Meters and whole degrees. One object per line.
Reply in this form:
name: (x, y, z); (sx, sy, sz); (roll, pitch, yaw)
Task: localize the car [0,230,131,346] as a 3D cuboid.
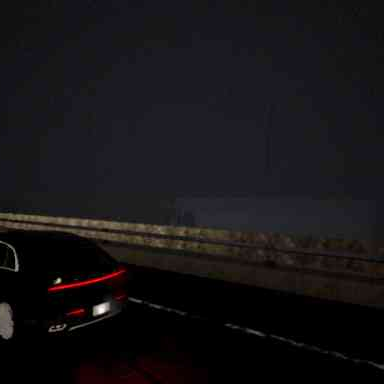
car: (-3.316, 1.496, 6.388); (4.892, 1.490, 1.837); (0, 0, 36)
